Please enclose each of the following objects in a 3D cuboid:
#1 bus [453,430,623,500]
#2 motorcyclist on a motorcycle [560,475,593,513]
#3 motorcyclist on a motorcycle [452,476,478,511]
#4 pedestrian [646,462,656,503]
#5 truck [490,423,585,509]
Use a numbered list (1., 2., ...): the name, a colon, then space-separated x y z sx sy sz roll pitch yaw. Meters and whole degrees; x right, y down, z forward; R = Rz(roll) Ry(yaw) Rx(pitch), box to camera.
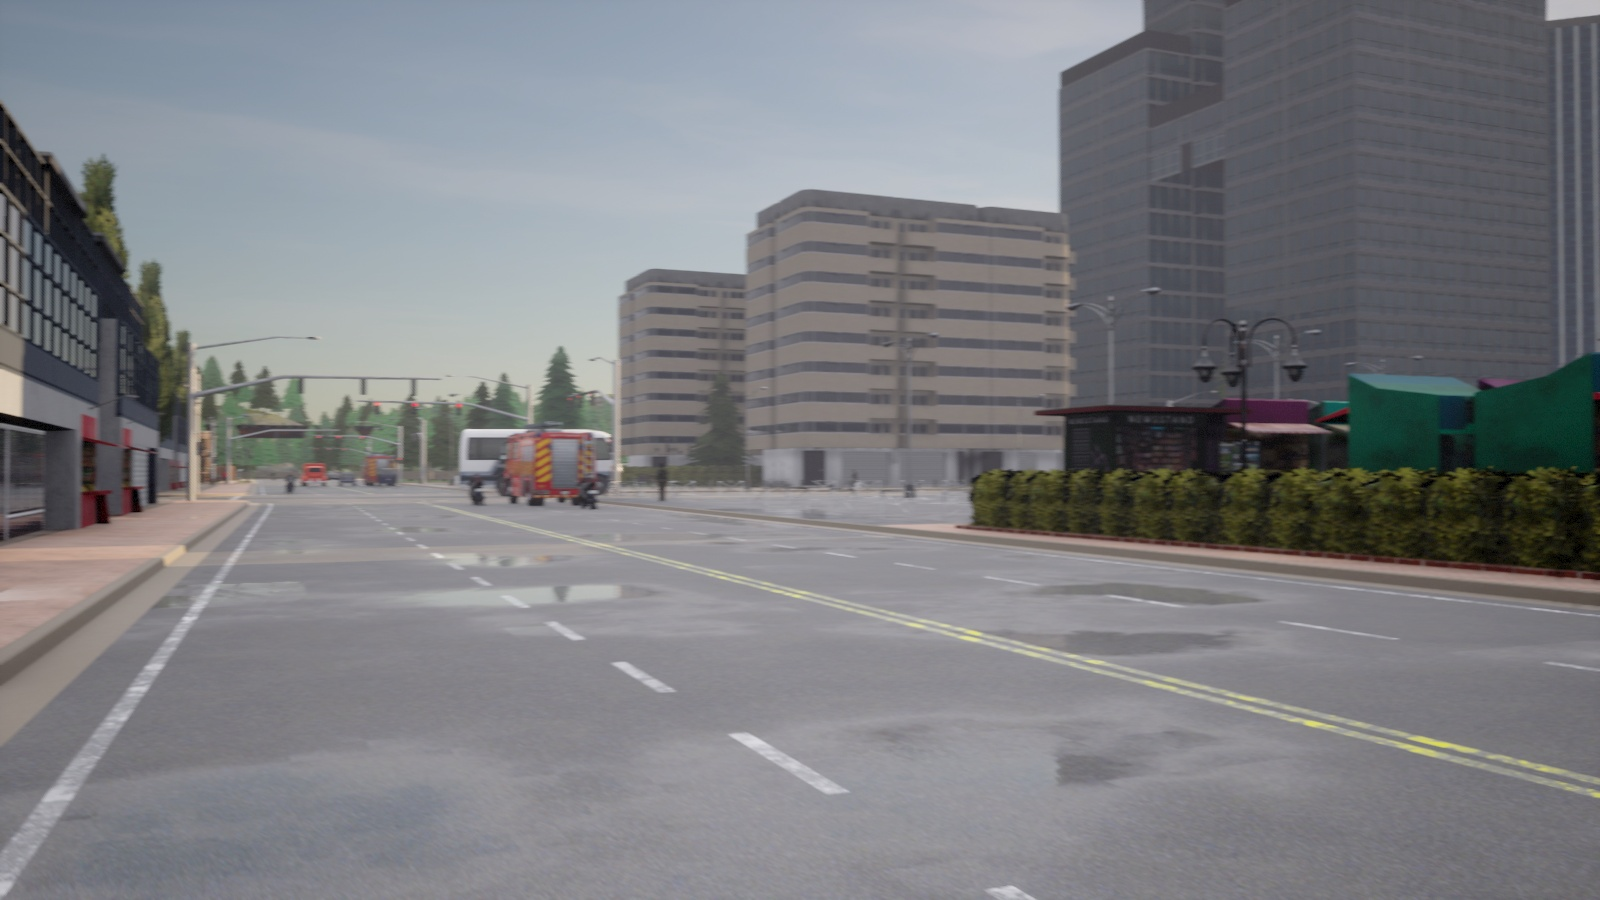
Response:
1. bus: -16.519 0.953 79.837 10.273 4.253 3.944 0 -1 -9
2. motorcyclist on a motorcycle: -9.279 1.824 52.070 0.866 1.530 2.191 0 -1 -22
3. motorcyclist on a motorcycle: -15.377 1.976 57.642 0.866 1.530 2.191 0 -1 -23
4. pedestrian: -7.042 1.551 59.390 0.395 1.930 0.692 0 -1 -13
5. truck: -12.735 0.798 60.374 2.891 3.827 8.468 0 -1 -23
